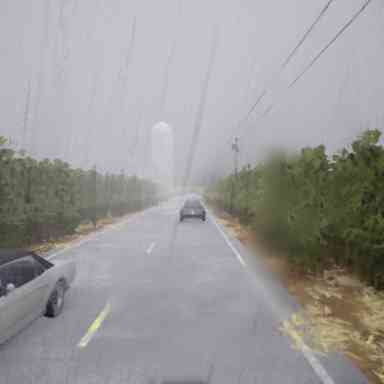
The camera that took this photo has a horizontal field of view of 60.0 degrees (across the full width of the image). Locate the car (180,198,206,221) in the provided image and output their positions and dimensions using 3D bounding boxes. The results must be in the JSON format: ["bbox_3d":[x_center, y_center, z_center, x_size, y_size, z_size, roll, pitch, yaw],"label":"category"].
[{"bbox_3d":[0.067,1.445,26.254,1.994,1.385,4.181,0,0,0],"label":"car"}]

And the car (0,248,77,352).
[{"bbox_3d":[-3.295,1.579,4.617,1.895,1.301,4.718,0,0,0],"label":"car"}]

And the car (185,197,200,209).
[{"bbox_3d":[0.089,1.405,43.215,1.895,1.301,4.718,0,0,0],"label":"car"}]
